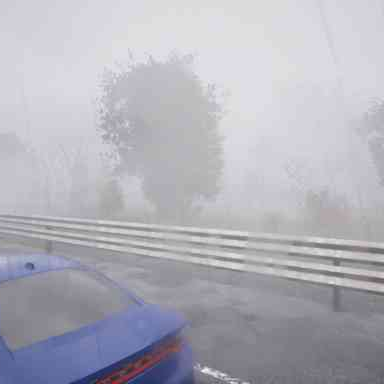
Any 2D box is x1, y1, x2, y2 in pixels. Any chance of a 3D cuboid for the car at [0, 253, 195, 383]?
[{"bbox_3d":[-2.295,1.479,3.847,5.008,1.535,1.882,0,0,37],"label":"car"}]
